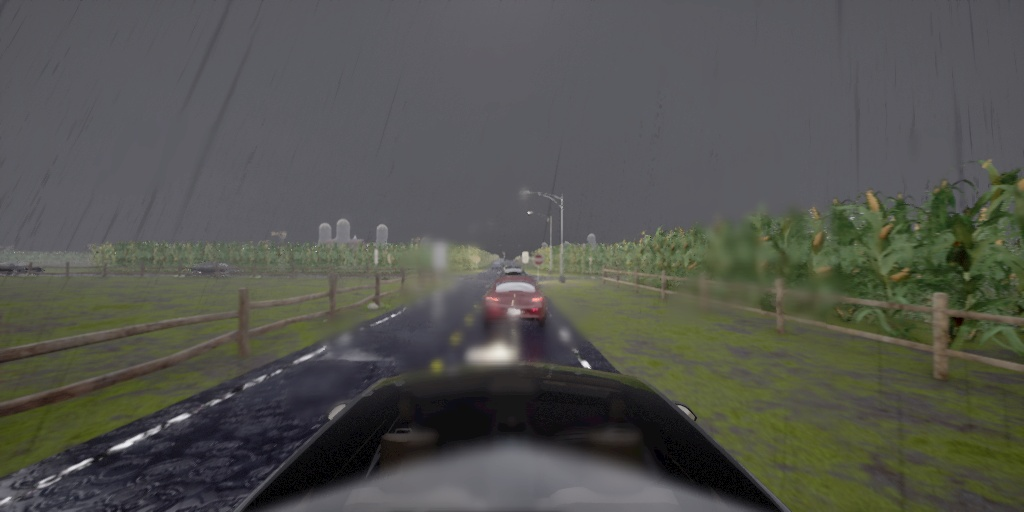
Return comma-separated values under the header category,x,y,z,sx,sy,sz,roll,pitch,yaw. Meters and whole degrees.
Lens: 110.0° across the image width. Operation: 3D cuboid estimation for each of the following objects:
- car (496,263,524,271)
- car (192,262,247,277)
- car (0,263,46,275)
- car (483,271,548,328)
category,x,y,z,sx,sy,sz,roll,pitch,yaw
car,0.086,1.420,23.850,1.837,1.490,4.892,0,-1,0
car,-30.019,1.338,36.905,4.892,1.490,1.837,0,-1,1
car,-51.718,1.337,37.203,4.718,1.301,1.895,0,-1,1
car,0.095,1.353,11.639,1.812,1.442,4.674,0,-1,0
